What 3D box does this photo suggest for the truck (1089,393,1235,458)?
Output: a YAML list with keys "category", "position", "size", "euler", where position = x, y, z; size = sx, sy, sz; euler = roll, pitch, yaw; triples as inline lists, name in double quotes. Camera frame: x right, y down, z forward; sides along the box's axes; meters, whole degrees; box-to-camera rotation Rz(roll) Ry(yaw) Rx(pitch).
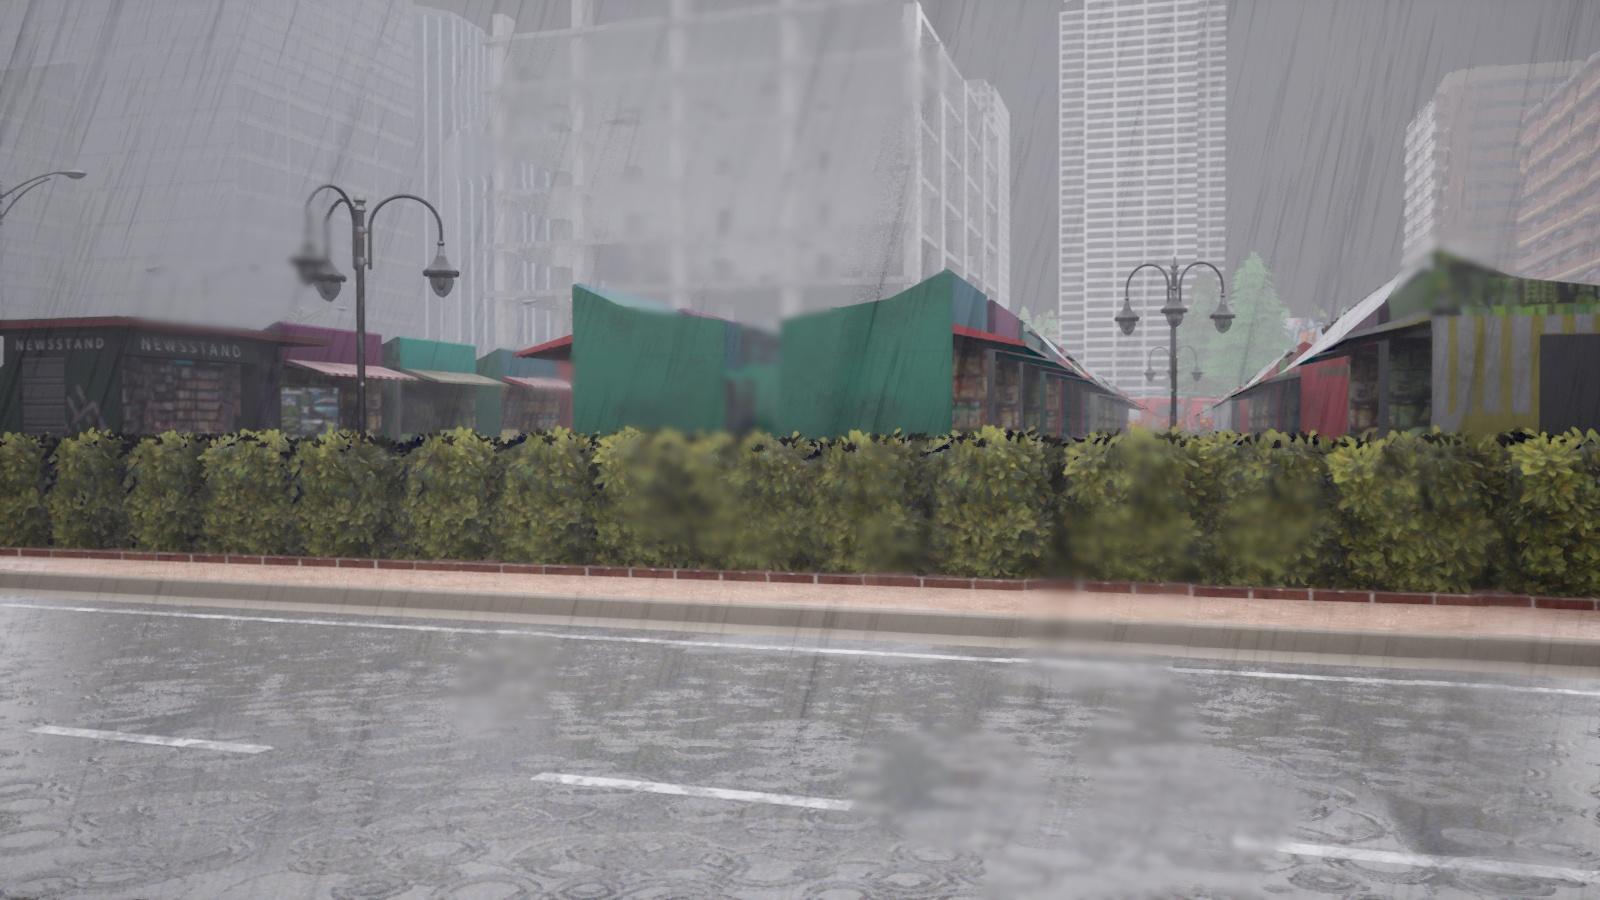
- category: "truck"
  position: [22.226, -1.514, 77.285]
  size: [8.468, 3.827, 2.891]
  euler: [1, 1, 16]
